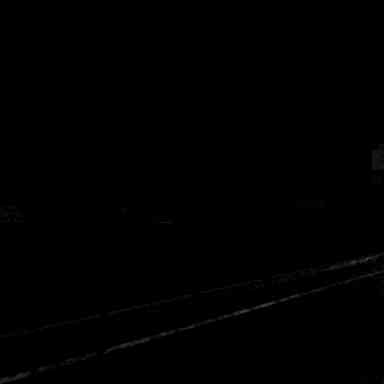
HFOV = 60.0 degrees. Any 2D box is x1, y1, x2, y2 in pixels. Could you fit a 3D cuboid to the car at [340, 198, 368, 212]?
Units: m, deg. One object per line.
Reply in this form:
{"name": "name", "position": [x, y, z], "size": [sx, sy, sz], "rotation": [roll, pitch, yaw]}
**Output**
{"name": "car", "position": [17.084, 1.459, 38.661], "size": [2.097, 1.535, 5.008], "rotation": [0, 0, -35]}

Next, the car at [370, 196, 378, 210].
{"name": "car", "position": [19.357, 1.513, 40.275], "size": [2.002, 1.452, 4.674], "rotation": [0, 0, -35]}

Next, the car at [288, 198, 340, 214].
{"name": "car", "position": [12.553, 1.441, 35.426], "size": [2.097, 1.535, 5.008], "rotation": [0, 0, -35]}

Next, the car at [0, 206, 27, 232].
{"name": "car", "position": [-10.664, 1.491, 18.921], "size": [2.002, 1.452, 4.674], "rotation": [0, 0, -35]}

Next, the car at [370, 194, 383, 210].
{"name": "car", "position": [23.913, 1.385, 43.478], "size": [2.185, 1.767, 4.553], "rotation": [1, 0, -35]}
